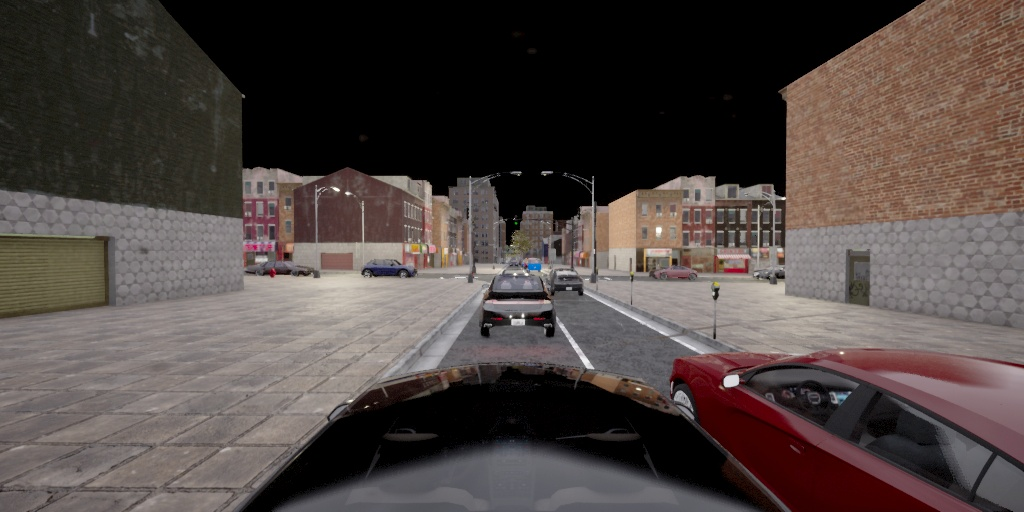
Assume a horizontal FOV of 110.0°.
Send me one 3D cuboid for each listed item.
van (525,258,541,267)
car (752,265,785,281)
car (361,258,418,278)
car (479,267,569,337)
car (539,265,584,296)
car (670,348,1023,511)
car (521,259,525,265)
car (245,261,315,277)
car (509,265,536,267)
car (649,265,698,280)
[{"bbox_3d":[2.867,1.210,46.156,1.690,1.789,3.998,0,0,0],"label":"van"},{"bbox_3d":[25.553,1.617,34.019,4.902,1.511,2.128,1,1,0],"label":"car"},{"bbox_3d":[-10.607,1.039,31.322,4.553,1.767,2.097,1,1,0],"label":"car"},{"bbox_3d":[0.143,1.243,10.292,2.128,1.511,4.902,0,0,0],"label":"car"},{"bbox_3d":[2.725,1.316,19.201,2.007,1.370,4.403,0,0,0],"label":"car"},{"bbox_3d":[2.637,1.294,2.326,1.888,1.381,4.507,0,0,0],"label":"car"},{"bbox_3d":[2.922,1.249,56.737,2.192,1.841,5.009,0,0,0],"label":"car"},{"bbox_3d":[-20.159,1.106,31.380,5.357,1.411,2.033,1,1,0],"label":"car"},{"bbox_3d":[0.222,1.369,20.336,1.895,1.301,4.718,0,0,1],"label":"car"},{"bbox_3d":[15.290,1.554,34.094,4.181,1.385,1.994,1,1,0],"label":"car"}]
